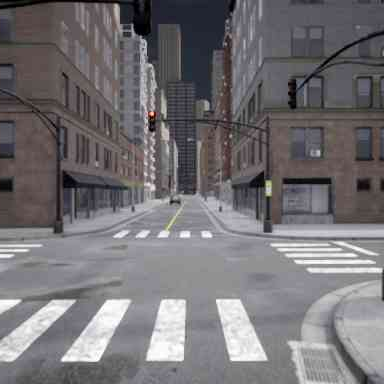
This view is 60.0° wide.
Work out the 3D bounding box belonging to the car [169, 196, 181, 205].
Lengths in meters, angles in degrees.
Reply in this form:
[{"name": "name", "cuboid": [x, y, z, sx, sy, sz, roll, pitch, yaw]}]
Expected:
[{"name": "car", "cuboid": [-2.997, 1.474, 59.956, 1.882, 1.535, 5.008, 0, 0, 0]}]
